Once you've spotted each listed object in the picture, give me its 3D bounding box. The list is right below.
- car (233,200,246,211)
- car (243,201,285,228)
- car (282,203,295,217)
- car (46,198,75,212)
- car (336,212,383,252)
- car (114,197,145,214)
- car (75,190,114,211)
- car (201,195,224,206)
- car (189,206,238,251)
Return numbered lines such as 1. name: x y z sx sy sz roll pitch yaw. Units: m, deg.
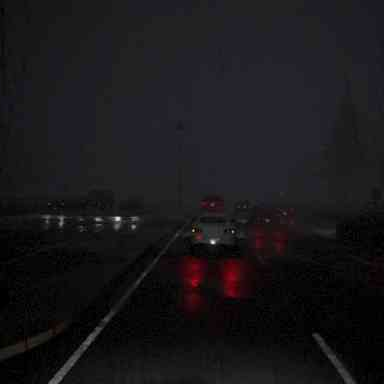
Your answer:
1. car: 5.889 1.681 38.867 2.033 1.411 5.357 1 0 4
2. car: 4.948 1.627 23.383 1.812 1.442 4.674 1 0 4
3. car: 9.111 1.777 34.238 1.895 1.301 4.718 1 0 3
4. car: -13.025 1.250 34.212 1.895 1.301 4.718 1 0 3
5. car: 7.918 1.626 14.449 2.128 1.511 4.902 1 0 3
6. car: -6.035 1.235 33.816 1.882 1.535 5.008 1 0 3
7. car: -9.524 0.780 34.000 2.150 2.045 5.566 1 0 3
8. car: 2.089 1.293 33.965 2.150 2.045 5.566 1 0 3
9. car: 0.891 1.556 14.187 1.812 1.442 4.674 1 0 3
